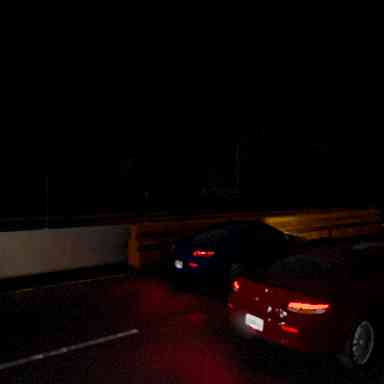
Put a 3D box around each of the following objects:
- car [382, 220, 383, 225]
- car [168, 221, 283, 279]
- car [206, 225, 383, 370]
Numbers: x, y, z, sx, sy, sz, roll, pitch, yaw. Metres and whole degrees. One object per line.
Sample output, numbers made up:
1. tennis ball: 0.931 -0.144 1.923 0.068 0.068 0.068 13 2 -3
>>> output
1. car: 11.006 1.542 15.900 5.357 1.411 2.033 0 0 -36
2. car: 1.559 1.523 9.163 4.674 1.442 1.812 0 0 -36
3. car: 2.678 1.524 5.665 4.674 1.442 1.812 0 0 -36
